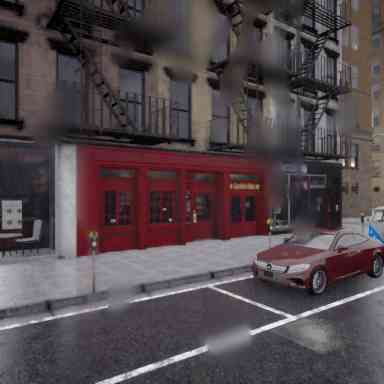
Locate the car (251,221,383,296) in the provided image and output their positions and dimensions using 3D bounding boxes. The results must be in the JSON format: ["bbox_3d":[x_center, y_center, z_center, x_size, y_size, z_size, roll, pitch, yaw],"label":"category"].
[{"bbox_3d":[3.403,1.582,8.595,4.206,1.307,1.802,0,0,-35],"label":"car"}]

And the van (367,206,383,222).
[{"bbox_3d":[7.814,1.340,11.720,3.998,1.788,1.690,0,0,-35],"label":"van"}]
